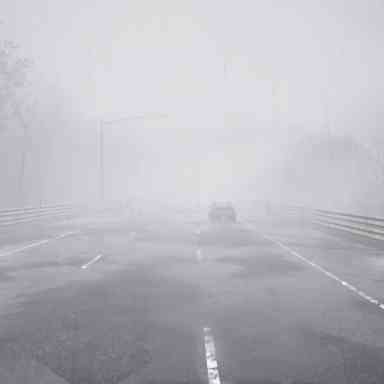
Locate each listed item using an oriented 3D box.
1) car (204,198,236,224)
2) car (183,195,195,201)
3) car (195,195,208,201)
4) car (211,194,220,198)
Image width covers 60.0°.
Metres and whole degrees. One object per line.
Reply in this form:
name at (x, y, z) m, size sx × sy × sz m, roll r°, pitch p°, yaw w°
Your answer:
car at (2.207, 1.501, 25.188) m, size 2.128 × 1.511 × 4.902 m, roll 0°, pitch 0°, yaw 1°
car at (-1.132, 1.621, 85.775) m, size 2.033 × 1.411 × 5.357 m, roll 0°, pitch 0°, yaw 6°
car at (2.397, 1.676, 85.897) m, size 1.895 × 1.301 × 4.718 m, roll 0°, pitch 0°, yaw 6°
car at (5.953, 1.437, 86.310) m, size 2.097 × 1.767 × 4.553 m, roll 0°, pitch 0°, yaw 6°
